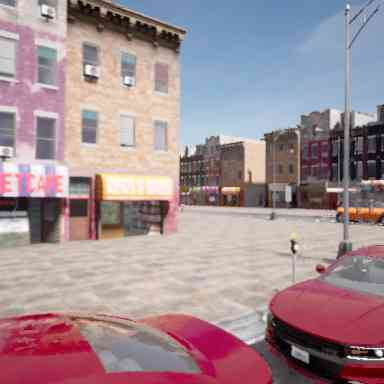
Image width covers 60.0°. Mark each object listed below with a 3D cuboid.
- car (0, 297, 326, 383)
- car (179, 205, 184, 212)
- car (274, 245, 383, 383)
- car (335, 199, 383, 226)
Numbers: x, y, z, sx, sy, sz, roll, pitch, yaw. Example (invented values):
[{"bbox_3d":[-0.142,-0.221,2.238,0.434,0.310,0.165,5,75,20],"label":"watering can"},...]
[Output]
[{"bbox_3d":[-1.488,1.546,1.737,4.507,1.381,1.887,0,1,-35],"label":"car"},{"bbox_3d":[-2.856,1.945,43.871,1.812,1.442,4.674,1,-1,-35],"label":"car"},{"bbox_3d":[3.020,1.528,4.949,4.507,1.381,1.887,0,1,-35],"label":"car"},{"bbox_3d":[12.182,1.335,22.504,2.097,1.767,4.553,1,-2,-35],"label":"car"}]
